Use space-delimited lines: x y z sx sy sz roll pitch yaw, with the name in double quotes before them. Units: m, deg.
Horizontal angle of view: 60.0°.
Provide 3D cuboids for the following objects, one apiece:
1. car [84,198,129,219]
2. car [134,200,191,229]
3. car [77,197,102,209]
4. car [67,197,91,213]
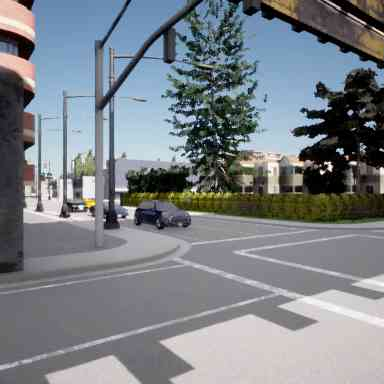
"car" -7.462 1.547 29.435 2.033 1.411 5.357 0 0 -35
"car" -1.988 1.352 21.656 2.097 1.767 4.553 0 0 -35
"car" -14.086 1.478 45.302 1.882 1.535 5.008 0 0 -34
"car" -13.318 1.492 37.788 2.128 1.511 4.902 0 0 -35
